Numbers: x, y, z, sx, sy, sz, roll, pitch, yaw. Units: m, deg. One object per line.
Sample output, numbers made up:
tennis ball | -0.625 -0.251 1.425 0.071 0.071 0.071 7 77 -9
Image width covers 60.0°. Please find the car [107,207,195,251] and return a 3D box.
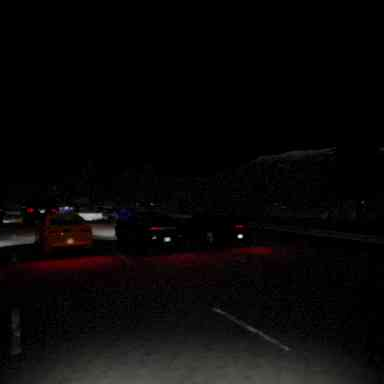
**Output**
car | -2.084 1.656 15.130 2.128 1.511 4.902 0 -1 -28

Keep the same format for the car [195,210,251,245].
car | 0.995 1.692 16.794 1.837 1.490 4.892 0 0 -28

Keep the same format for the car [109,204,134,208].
car | -6.417 1.802 30.653 1.882 1.535 5.008 0 0 -28

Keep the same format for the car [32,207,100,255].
car | -5.517 1.623 14.146 1.882 1.535 5.008 0 0 -28

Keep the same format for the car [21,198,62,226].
car | -11.821 1.486 25.887 2.150 2.045 5.566 0 0 -28

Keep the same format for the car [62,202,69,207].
car | -15.462 1.957 40.083 2.033 1.411 5.357 0 -1 -28

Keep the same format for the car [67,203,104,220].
car | -9.044 1.892 28.124 1.895 1.301 4.718 0 -1 -28

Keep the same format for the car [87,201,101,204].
car | -12.453 1.913 41.882 1.882 1.535 5.008 0 0 -28

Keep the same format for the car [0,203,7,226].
car | -15.346 1.808 25.074 1.994 1.385 4.181 0 -1 -28
